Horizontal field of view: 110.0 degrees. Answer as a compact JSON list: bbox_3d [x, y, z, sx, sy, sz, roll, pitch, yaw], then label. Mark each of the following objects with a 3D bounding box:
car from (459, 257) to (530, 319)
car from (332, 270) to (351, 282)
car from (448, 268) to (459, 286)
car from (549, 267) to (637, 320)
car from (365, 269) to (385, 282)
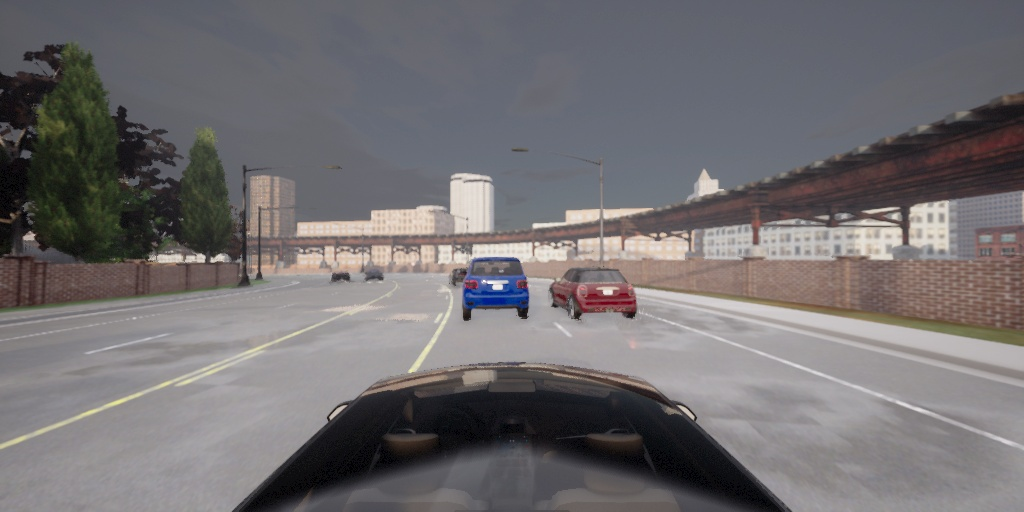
[{"bbox_3d":[-0.732,1.067,13.387,2.150,2.045,5.566,0,-1,-7],"label":"car"},{"bbox_3d":[-19.740,2.320,41.472,1.895,1.301,4.718,0,-2,-27],"label":"car"},{"bbox_3d":[-4.463,1.791,31.378,1.837,1.490,4.892,0,-1,-16],"label":"car"},{"bbox_3d":[2.750,1.177,13.222,2.097,1.767,4.553,0,-1,-6],"label":"car"},{"bbox_3d":[-16.338,2.244,42.477,2.033,1.411,5.357,0,-2,-26],"label":"car"}]
